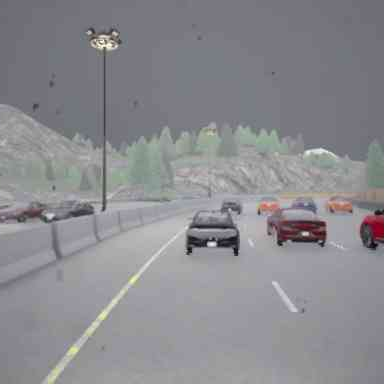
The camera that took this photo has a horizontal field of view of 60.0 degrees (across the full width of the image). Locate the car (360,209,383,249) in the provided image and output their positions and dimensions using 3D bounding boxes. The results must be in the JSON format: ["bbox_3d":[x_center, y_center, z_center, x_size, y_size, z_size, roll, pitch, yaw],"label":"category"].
[{"bbox_3d":[7.661,1.193,11.011,2.150,2.045,5.566,0,0,5],"label":"car"}]

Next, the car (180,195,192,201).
[{"bbox_3d":[-0.798,1.310,64.206,1.994,1.385,4.181,0,0,23],"label":"car"}]

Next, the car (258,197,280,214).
[{"bbox_3d":[7.728,1.237,33.430,2.097,1.767,4.553,0,0,13],"label":"car"}]

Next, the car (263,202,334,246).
[{"bbox_3d":[4.553,1.428,15.046,1.882,1.535,5.008,0,0,6],"label":"car"}]

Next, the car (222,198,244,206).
[{"bbox_3d":[4.025,1.384,33.019,1.837,1.490,4.892,0,0,12],"label":"car"}]

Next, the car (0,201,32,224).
[{"bbox_3d":[-12.079,1.407,24.203,1.812,1.442,4.674,0,0,9],"label":"car"}]

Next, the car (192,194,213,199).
[{"bbox_3d":[2.392,1.113,62.732,2.097,1.767,4.553,0,0,23],"label":"car"}]

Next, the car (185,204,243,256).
[{"bbox_3d":[0.844,1.442,13.017,2.128,1.511,4.902,0,0,5],"label":"car"}]

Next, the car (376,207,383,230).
[{"bbox_3d":[11.936,1.554,17.977,1.895,1.301,4.718,0,0,7],"label":"car"}]

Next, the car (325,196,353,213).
[{"bbox_3d":[15.286,1.246,34.898,2.097,1.767,4.553,0,0,14],"label":"car"}]

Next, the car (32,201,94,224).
[{"bbox_3d":[-8.647,1.383,23.506,2.128,1.511,4.902,0,0,9],"label":"car"}]

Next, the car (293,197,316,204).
[{"bbox_3d":[11.501,1.242,34.165,2.097,1.767,4.553,0,0,14],"label":"car"}]

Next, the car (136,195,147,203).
[{"bbox_3d":[-8.919,1.301,62.788,1.994,1.385,4.181,0,0,22],"label":"car"}]

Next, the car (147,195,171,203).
[{"bbox_3d":[-5.639,1.297,61.549,2.033,1.411,5.357,0,0,22],"label":"car"}]
